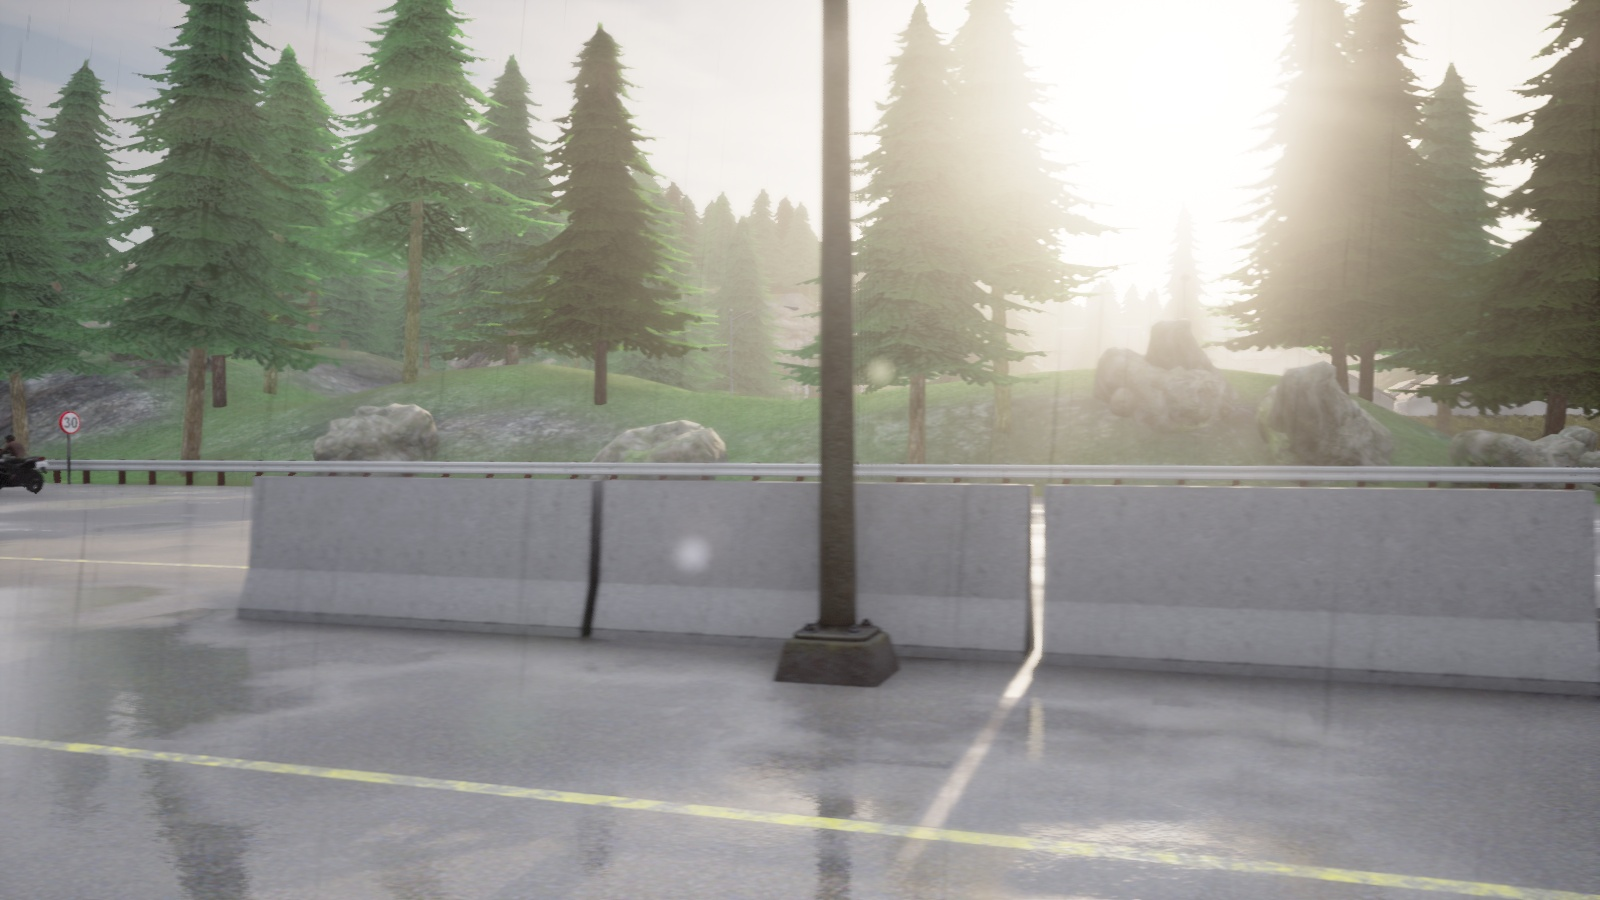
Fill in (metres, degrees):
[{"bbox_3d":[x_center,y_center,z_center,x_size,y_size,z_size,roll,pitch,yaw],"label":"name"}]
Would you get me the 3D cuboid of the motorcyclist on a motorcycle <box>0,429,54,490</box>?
[{"bbox_3d":[-20.246,0.217,32.163,2.044,1.523,0.797,1,1,19],"label":"motorcyclist on a motorcycle"}]
